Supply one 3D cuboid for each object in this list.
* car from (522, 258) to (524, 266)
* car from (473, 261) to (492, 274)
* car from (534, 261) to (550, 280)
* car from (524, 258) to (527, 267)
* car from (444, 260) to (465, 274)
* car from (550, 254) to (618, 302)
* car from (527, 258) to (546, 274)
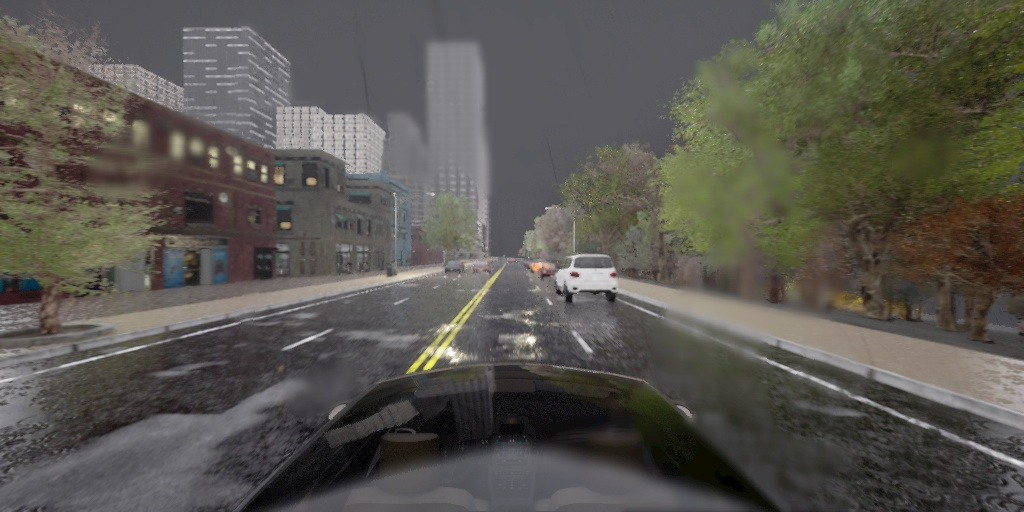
[{"bbox_3d":[3.232,1.301,64.226,1.994,1.385,4.181,0,0,0],"label":"car"},{"bbox_3d":[-3.326,1.268,40.892,1.812,1.442,4.674,0,0,0],"label":"car"},{"bbox_3d":[3.241,1.346,31.255,1.895,1.301,4.718,0,0,0],"label":"car"},{"bbox_3d":[3.235,1.303,53.226,1.994,1.385,4.181,0,0,0],"label":"car"},{"bbox_3d":[-6.573,1.248,41.567,1.837,1.490,4.892,0,0,0],"label":"car"},{"bbox_3d":[3.345,0.963,17.087,2.150,2.045,5.566,0,-1,0],"label":"car"},{"bbox_3d":[3.238,1.094,42.195,2.097,1.767,4.553,0,0,0],"label":"car"}]
